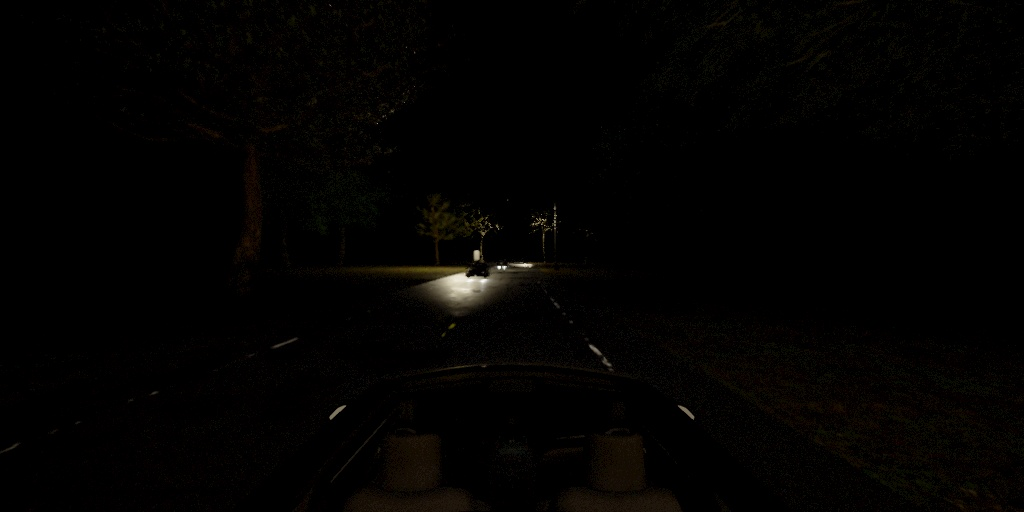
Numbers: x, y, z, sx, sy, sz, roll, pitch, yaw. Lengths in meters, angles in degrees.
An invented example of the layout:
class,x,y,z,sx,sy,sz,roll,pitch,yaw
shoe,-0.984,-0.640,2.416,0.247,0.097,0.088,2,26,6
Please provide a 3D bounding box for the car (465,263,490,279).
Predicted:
class,x,y,z,sx,sy,sz,roll,pitch,yaw
car,-3.141,1.354,34.012,2.033,1.411,5.357,0,0,1
